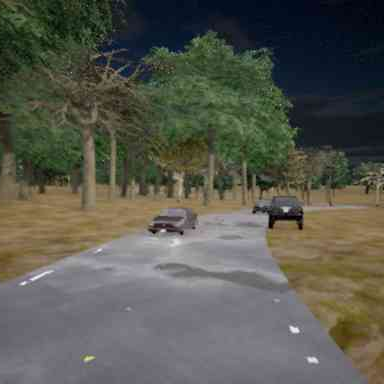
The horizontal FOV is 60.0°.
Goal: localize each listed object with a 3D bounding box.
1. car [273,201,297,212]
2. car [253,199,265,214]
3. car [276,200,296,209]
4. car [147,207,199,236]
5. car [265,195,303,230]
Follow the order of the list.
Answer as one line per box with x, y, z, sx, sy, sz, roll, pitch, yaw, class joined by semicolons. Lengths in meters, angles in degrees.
13.253;2.007;47.360;1.895;1.301;4.718;1;0;34;car
8.594;1.618;38.419;2.097;1.767;4.553;1;0;28;car
16.124;2.074;56.903;1.994;1.385;4.181;1;0;37;car
-0.891;1.587;19.291;2.033;1.411;5.357;1;0;12;car
6.391;1.226;22.810;2.150;2.045;5.566;1;0;15;car
